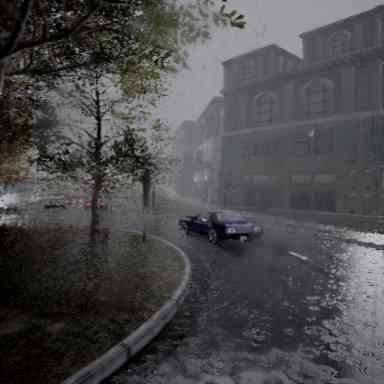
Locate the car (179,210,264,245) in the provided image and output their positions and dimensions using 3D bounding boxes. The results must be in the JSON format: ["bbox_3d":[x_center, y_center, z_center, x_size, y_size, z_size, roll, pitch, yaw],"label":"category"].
[{"bbox_3d":[1.070,1.469,14.942,1.895,1.301,4.718,1,1,-25],"label":"car"}]

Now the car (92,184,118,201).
[{"bbox_3d":[-10.604,0.191,41.143,1.837,1.490,4.892,1,5,-6],"label":"car"}]

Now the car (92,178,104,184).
[{"bbox_3d":[-15.145,-0.925,53.247,1.882,1.535,5.008,1,5,-8],"label":"car"}]

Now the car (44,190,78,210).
[{"bbox_3d":[-12.510,0.849,31.502,2.033,1.411,5.357,1,3,-11],"label":"car"}]

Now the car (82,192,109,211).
[{"bbox_3d":[-9.106,0.992,31.349,1.895,1.301,4.718,1,3,-16],"label":"car"}]

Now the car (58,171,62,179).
[{"bbox_3d":[-33.978,-3.447,78.018,4.892,1.521,2.231,-2,6,-33],"label":"car"}]

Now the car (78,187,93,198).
[{"bbox_3d":[-13.679,0.118,41.745,1.994,1.385,4.181,1,5,-6],"label":"car"}]

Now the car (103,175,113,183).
[{"bbox_3d":[-19.804,-3.100,78.507,2.033,1.411,5.357,1,4,-13],"label":"car"}]

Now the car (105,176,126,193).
[{"bbox_3d":[-11.920,-0.970,51.806,2.150,2.045,5.566,1,5,-8],"label":"car"}]

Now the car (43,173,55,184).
[{"bbox_3d":[-32.051,-2.721,69.403,5.008,1.535,2.097,-2,6,-31],"label":"car"}]

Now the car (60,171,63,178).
[{"bbox_3d":[-34.675,-3.687,80.880,4.892,1.521,2.231,-2,6,-33],"label":"car"}]

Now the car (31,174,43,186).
[{"bbox_3d":[-30.398,-1.956,60.718,4.792,1.488,2.163,-2,6,-30],"label":"car"}]
